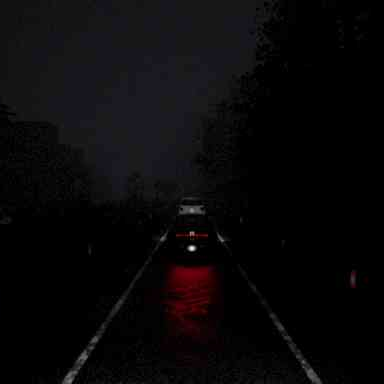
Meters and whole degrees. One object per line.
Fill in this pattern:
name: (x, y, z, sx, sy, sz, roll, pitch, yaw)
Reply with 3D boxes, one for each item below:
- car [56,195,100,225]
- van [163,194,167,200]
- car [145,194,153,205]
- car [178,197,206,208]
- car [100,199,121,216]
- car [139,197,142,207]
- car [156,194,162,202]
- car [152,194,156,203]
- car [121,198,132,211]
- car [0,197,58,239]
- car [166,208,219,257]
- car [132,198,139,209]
car: (-8.991, 1.217, 24.350, 2.435, 2.045, 5.566, 0, 0, 2)
van: (-9.103, 1.583, 94.182, 1.878, 1.987, 4.442, 0, 0, 2)
car: (-9.047, 1.645, 61.033, 2.097, 1.535, 5.008, 0, 0, 2)
car: (0.003, 1.436, 27.578, 2.150, 2.045, 5.566, 0, 0, 0)
car: (-9.004, 1.531, 33.302, 2.097, 1.535, 5.008, 0, 0, 2)
car: (-9.039, 1.602, 50.781, 1.946, 1.575, 5.366, 0, 0, 2)
car: (-9.071, 1.480, 76.466, 2.435, 2.045, 5.566, 0, 0, 1)
car: (-9.057, 1.656, 66.581, 2.097, 1.535, 5.008, 0, 0, 2)
car: (-9.013, 1.573, 38.843, 2.231, 1.521, 4.892, 0, 0, 2)
car: (-8.977, 1.308, 16.696, 2.185, 1.767, 4.553, 0, -1, 2)
car: (0.020, 1.625, 13.528, 1.837, 1.490, 4.892, 0, 0, 1)
car: (-9.022, 1.594, 44.399, 2.097, 1.535, 5.008, 0, -1, 2)
